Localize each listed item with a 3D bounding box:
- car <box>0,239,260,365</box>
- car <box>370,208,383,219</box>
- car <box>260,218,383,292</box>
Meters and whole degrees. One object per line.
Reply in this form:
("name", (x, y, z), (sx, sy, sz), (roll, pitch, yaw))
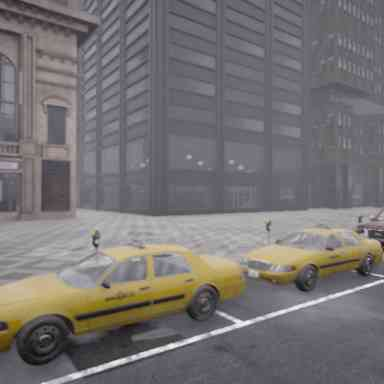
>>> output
("car", (-1.200, 1.541, 5.795), (4.829, 1.417, 1.752), (0, 0, -35))
("car", (8.123, 1.411, 12.445), (5.009, 1.841, 2.192), (0, 0, -35))
("car", (3.392, 1.580, 9.070), (4.829, 1.417, 1.752), (0, 0, -35))
